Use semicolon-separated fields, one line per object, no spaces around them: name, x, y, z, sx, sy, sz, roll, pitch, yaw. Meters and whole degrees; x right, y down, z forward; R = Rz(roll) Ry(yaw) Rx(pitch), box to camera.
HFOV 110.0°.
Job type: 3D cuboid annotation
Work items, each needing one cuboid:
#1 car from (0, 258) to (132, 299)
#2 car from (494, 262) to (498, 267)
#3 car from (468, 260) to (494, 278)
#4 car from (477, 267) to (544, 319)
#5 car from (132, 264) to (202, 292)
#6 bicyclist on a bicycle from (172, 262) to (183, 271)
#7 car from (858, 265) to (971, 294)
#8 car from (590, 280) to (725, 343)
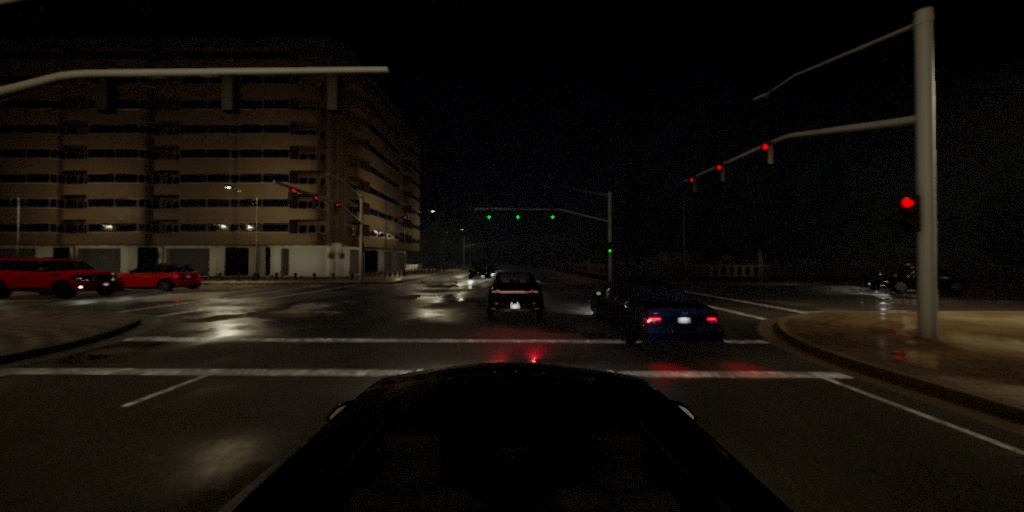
car;-24.065;1.123;18.852;5.566;2.045;2.150;0;-1;0
car;-3.576;1.914;54.333;1.812;1.442;4.674;0;-1;0
car;-3.595;1.444;40.713;2.150;2.045;5.566;0;-1;0
car;0.095;1.335;13.221;2.128;1.511;4.902;0;-1;0
car;-22.430;1.300;22.541;4.553;1.767;2.097;0;-1;0
bicyclist on a bicycle;-28.008;1.338;29.855;0.582;1.620;1.656;0;0;0
car;24.259;1.440;21.631;4.892;1.490;1.837;0;-1;7
car;3.594;1.374;9.986;2.033;1.411;5.357;0;0;0
